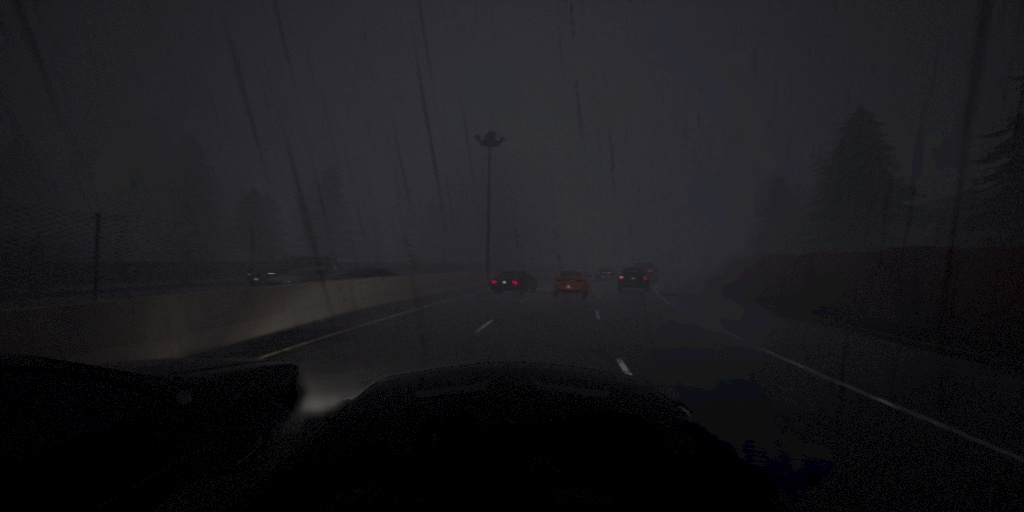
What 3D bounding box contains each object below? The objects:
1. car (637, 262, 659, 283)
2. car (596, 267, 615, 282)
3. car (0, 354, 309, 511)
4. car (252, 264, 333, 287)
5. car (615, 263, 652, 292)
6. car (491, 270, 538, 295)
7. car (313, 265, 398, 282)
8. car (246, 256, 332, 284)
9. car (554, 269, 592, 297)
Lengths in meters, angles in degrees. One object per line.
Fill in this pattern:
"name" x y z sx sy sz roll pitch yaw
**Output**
"car" 14.078 1.706 37.767 2.150 2.045 5.566 1 -1 28
"car" 10.127 1.907 37.693 2.128 1.511 4.902 1 -1 26
"car" -3.442 1.239 1.729 2.033 1.411 5.357 1 -1 4
"car" -11.427 1.333 19.961 1.812 1.442 4.674 1 -1 14
"car" 9.093 1.599 26.729 2.097 1.767 4.553 1 -1 20
"car" 0.279 1.590 22.707 2.033 1.411 5.357 1 -1 16
"car" -7.961 1.363 19.414 1.837 1.490 4.892 1 -1 14
"car" -14.168 1.031 23.504 2.150 2.045 5.566 1 -1 15
"car" 3.802 1.571 22.053 1.882 1.535 5.008 1 -1 16
